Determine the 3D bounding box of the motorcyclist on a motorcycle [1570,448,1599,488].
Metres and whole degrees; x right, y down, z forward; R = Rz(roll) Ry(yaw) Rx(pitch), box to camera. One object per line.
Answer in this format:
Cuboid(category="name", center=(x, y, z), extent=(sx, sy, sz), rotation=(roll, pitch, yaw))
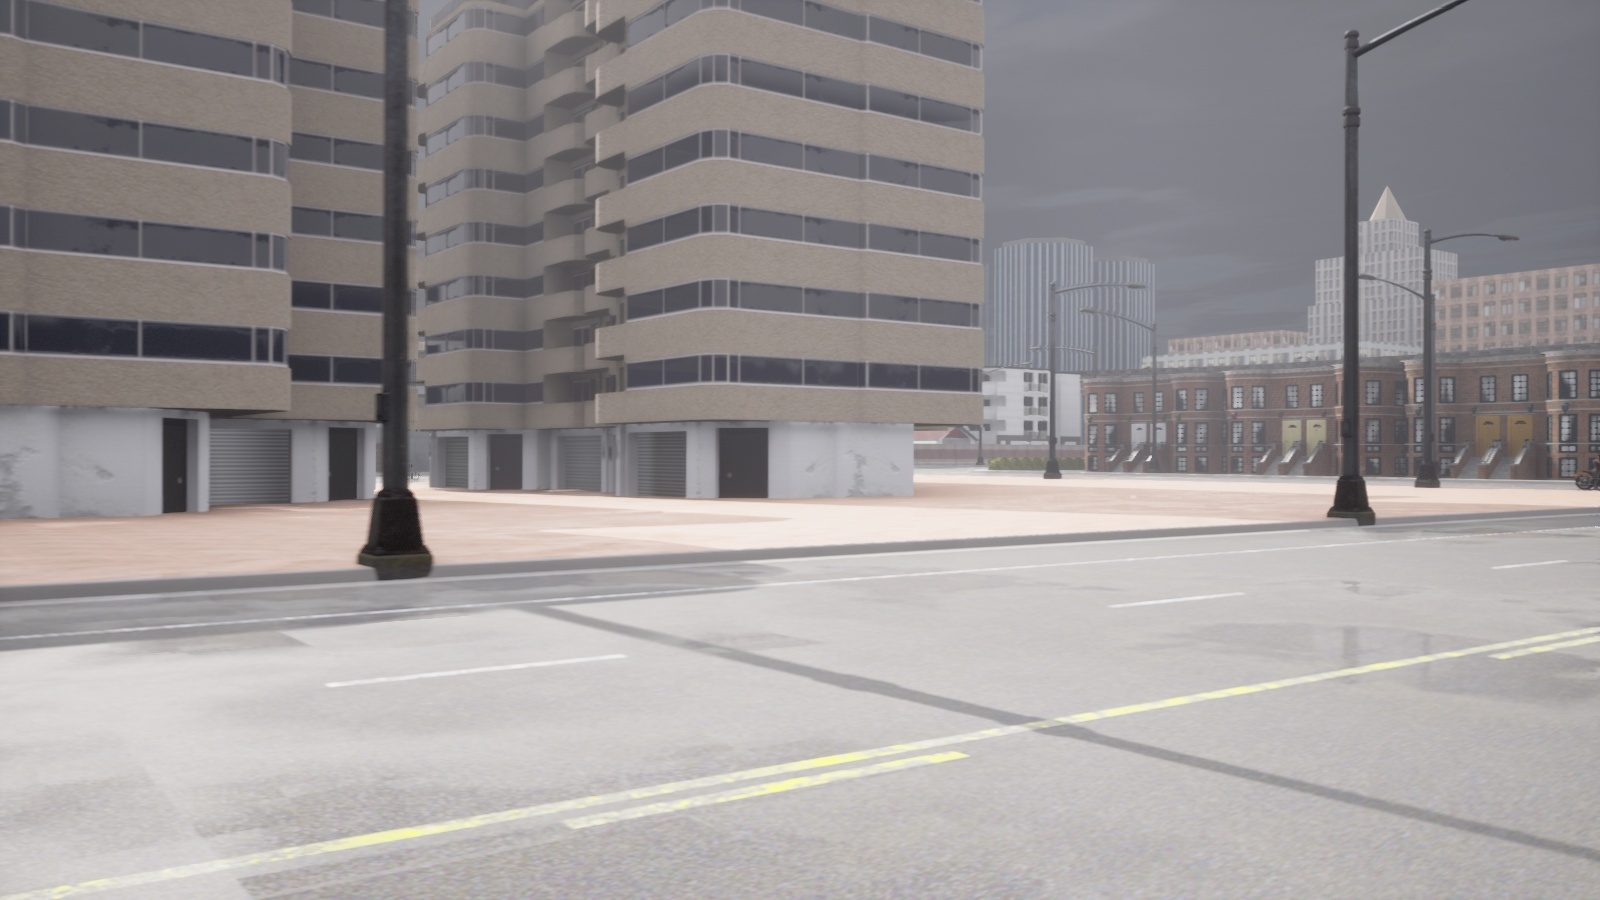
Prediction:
Cuboid(category="motorcyclist on a motorcycle", center=(33.409, 0.752, 52.101), extent=(0.766, 1.649, 2.350), rotation=(0, 0, -35))
